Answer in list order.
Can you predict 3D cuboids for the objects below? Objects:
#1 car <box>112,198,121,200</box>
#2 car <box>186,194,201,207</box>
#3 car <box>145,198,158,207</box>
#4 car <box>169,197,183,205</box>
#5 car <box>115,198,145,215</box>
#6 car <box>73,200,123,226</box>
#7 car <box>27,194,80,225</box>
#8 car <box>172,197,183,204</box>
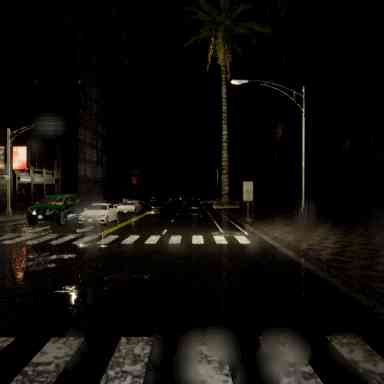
[{"bbox_3d":[-9.659,1.512,43.381,2.128,1.511,4.902,0,0,0],"label":"car"},{"bbox_3d":[0.223,1.259,53.399,2.150,2.045,5.566,0,0,0],"label":"car"},{"bbox_3d":[-6.344,1.581,51.302,2.033,1.411,5.357,0,0,1],"label":"car"},{"bbox_3d":[-2.920,1.610,57.693,1.994,1.385,4.181,0,0,1],"label":"car"},{"bbox_3d":[-6.458,1.612,34.395,1.895,1.301,4.718,0,0,0],"label":"car"},{"bbox_3d":[-6.501,1.531,23.589,1.812,1.442,4.674,0,0,0],"label":"car"},{"bbox_3d":[-9.750,1.221,24.135,2.150,2.045,5.566,0,1,0],"label":"car"},{"bbox_3d":[-2.878,1.633,67.651,1.994,1.385,4.181,0,0,0],"label":"car"}]
